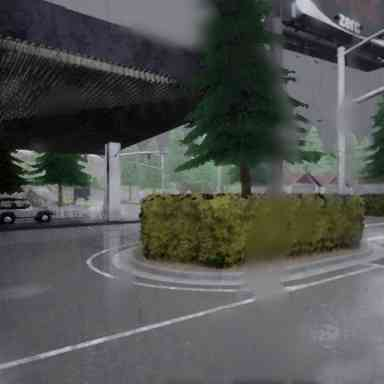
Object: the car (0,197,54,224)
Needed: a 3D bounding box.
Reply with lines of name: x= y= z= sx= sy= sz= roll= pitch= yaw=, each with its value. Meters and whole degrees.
car: x=-11.964 y=1.312 z=23.481 sx=3.866 sy=1.878 sz=1.905 roll=0 pitch=0 yaw=-36
